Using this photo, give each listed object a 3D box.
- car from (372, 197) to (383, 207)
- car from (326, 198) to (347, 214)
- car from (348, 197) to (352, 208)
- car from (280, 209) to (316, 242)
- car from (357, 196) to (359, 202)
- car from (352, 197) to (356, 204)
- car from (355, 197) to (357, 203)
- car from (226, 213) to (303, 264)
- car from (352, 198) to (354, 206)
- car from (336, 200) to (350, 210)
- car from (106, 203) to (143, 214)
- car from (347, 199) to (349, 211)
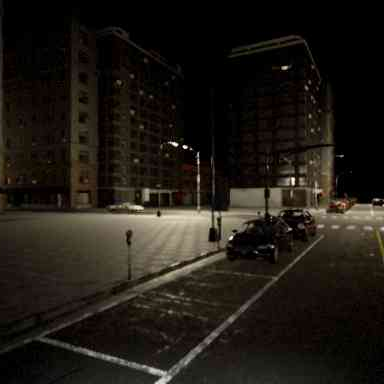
[{"bbox_3d":[36.637,2.204,65.594,2.033,1.411,5.357,-1,-1,28],"label":"car"},{"bbox_3d":[17.813,1.890,41.355,1.967,1.590,4.097,-1,-1,28],"label":"car"},{"bbox_3d":[22.845,1.864,50.933,2.192,1.841,5.009,-1,-1,28],"label":"car"},{"bbox_3d":[5.310,1.645,17.561,1.967,1.590,4.097,-1,-1,28],"label":"car"},{"bbox_3d":[40.459,2.198,84.452,2.192,1.841,5.009,-1,-1,28],"label":"car"},{"bbox_3d":[32.912,2.291,70.084,2.008,1.369,4.403,-1,-1,28],"label":"car"},{"bbox_3d":[35.428,2.354,74.872,1.947,1.339,4.313,-1,-1,28],"label":"car"},{"bbox_3d":[2.668,1.704,12.532,2.008,1.369,4.403,-1,-1,28],"label":"car"},{"bbox_3d":[27.879,2.211,60.507,1.947,1.339,4.313,-1,-1,28],"label":"car"},{"bbox_3d":[25.283,2.121,55.568,1.752,1.417,4.829,-1,-1,28],"label":"car"},{"bbox_3d":[-8.561,2.037,41.990,4.718,1.301,1.895,0,-1,28],"label":"car"},{"bbox_3d":[20.251,2.023,45.991,1.752,1.417,4.829,-1,-1,28],"label":"car"}]
